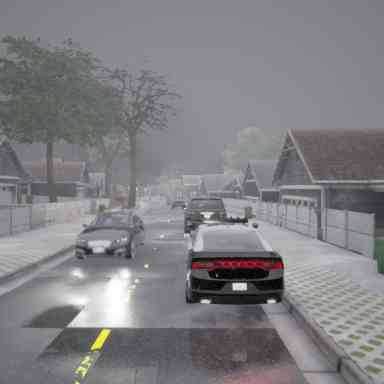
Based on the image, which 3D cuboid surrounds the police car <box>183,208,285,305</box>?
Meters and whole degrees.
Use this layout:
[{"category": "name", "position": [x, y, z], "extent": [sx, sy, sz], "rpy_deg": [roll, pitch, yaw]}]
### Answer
[{"category": "police car", "position": [0.809, 1.430, 8.306], "extent": [1.930, 1.638, 5.238], "rpy_deg": [0, 0, 0]}]

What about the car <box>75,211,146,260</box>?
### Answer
[{"category": "car", "position": [-2.873, 1.505, 12.562], "extent": [2.128, 1.511, 4.902], "rpy_deg": [0, 0, -1]}]

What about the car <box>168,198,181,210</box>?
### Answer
[{"category": "car", "position": [-1.992, 1.664, 46.824], "extent": [1.837, 1.490, 4.892], "rpy_deg": [0, 0, -5]}]

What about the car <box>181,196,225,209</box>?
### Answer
[{"category": "car", "position": [0.645, 1.250, 18.279], "extent": [2.150, 2.045, 5.566], "rpy_deg": [0, 0, -2]}]

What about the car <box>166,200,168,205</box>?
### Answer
[{"category": "car", "position": [-3.735, 1.854, 61.864], "extent": [2.033, 1.411, 5.357], "rpy_deg": [0, -1, -8]}]

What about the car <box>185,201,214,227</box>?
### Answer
[{"category": "car", "position": [0.423, 1.495, 24.467], "extent": [1.801, 1.575, 5.366], "rpy_deg": [0, 0, -2]}]
